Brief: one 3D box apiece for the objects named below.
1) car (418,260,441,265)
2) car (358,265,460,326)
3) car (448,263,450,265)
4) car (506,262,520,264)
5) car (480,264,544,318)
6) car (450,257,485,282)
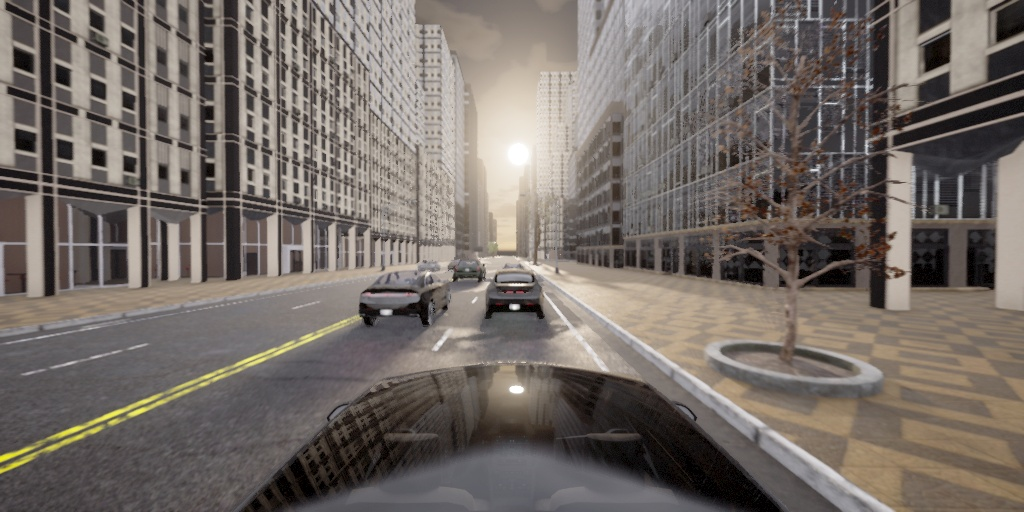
[{"bbox_3d":[-9.841,1.173,42.614,1.895,1.301,4.718,0,0,0],"label":"car"},{"bbox_3d":[-3.167,1.195,11.445,2.128,1.511,4.902,0,0,0],"label":"car"},{"bbox_3d":[-6.591,1.116,43.552,2.033,1.411,5.357,0,0,0],"label":"car"},{"bbox_3d":[0.085,1.191,28.373,1.994,1.385,4.181,0,0,0],"label":"car"},{"bbox_3d":[0.085,1.202,12.714,1.837,1.490,4.892,0,0,0],"label":"car"},{"bbox_3d":[-3.168,0.983,27.546,2.097,1.767,4.553,0,0,0],"label":"car"}]
